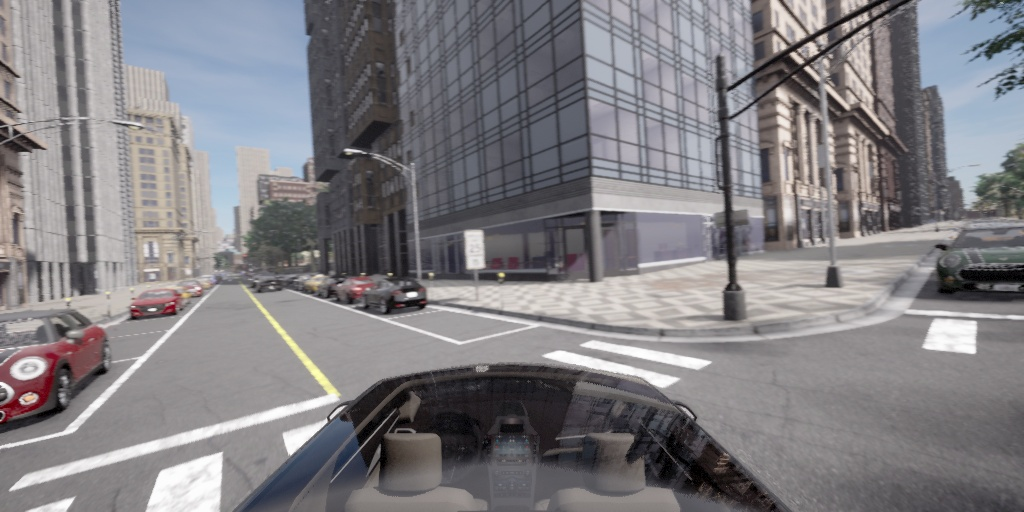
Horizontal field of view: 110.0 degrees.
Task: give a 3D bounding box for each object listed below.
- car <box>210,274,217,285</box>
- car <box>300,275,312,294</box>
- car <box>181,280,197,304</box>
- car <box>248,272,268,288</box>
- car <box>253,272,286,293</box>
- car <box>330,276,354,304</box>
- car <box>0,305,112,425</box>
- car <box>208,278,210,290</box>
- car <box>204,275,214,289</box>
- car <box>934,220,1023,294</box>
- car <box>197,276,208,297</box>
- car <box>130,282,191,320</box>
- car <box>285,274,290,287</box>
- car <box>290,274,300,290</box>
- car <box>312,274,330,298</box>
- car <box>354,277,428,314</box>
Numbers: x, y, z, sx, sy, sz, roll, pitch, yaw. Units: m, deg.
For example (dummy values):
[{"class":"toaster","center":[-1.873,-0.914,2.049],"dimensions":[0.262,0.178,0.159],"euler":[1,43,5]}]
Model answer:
[{"class":"car","center":[-42.185,3.674,49.175],"dimensions":[1.967,1.591,4.097],"euler":[0,0,-38]},{"class":"car","center":[-15.331,2.164,28.622],"dimensions":[1.751,1.417,4.829],"euler":[0,0,-38]},{"class":"car","center":[-21.827,2.583,23.106],"dimensions":[1.751,1.417,4.829],"euler":[0,0,-38]},{"class":"car","center":[-30.789,3.061,43.910],"dimensions":[1.837,1.490,4.892],"euler":[-4,1,-38]},{"class":"car","center":[-23.210,2.620,34.249],"dimensions":[1.837,1.490,4.892],"euler":[-4,0,-37]},{"class":"car","center":[-8.477,1.824,19.845],"dimensions":[1.802,1.307,4.207],"euler":[0,0,-38]},{"class":"car","center":[-8.450,1.706,5.976],"dimensions":[1.967,1.591,4.097],"euler":[0,0,-39]},{"class":"car","center":[-32.058,3.232,36.208],"dimensions":[1.802,1.307,4.207],"euler":[0,0,-38]},{"class":"car","center":[-38.705,3.565,44.719],"dimensions":[1.751,1.417,4.829],"euler":[0,0,-38]},{"class":"car","center":[12.844,-0.038,9.436],"dimensions":[4.553,1.767,2.097],"euler":[-5,1,-38]},{"class":"car","center":[-28.682,2.894,31.885],"dimensions":[1.967,1.591,4.097],"euler":[0,0,-38]},{"class":"car","center":[-18.556,2.405,18.918],"dimensions":[1.888,1.381,4.507],"euler":[0,0,-38]},{"class":"car","center":[-25.351,2.781,41.454],"dimensions":[2.007,1.370,4.403],"euler":[0,0,-38]},{"class":"car","center":[-18.601,2.388,32.810],"dimensions":[2.007,1.370,4.403],"euler":[0,0,-38]},{"class":"car","center":[-11.851,2.006,24.167],"dimensions":[1.948,1.339,4.313],"euler":[0,0,-38]},{"class":"car","center":[-5.102,1.610,15.523],"dimensions":[1.948,1.339,4.313],"euler":[0,0,-38]}]
